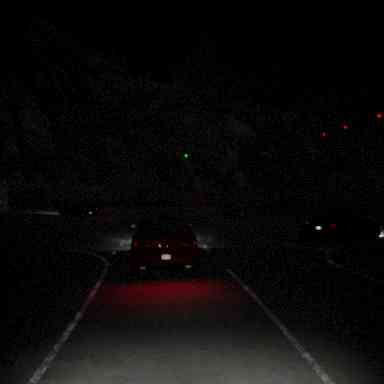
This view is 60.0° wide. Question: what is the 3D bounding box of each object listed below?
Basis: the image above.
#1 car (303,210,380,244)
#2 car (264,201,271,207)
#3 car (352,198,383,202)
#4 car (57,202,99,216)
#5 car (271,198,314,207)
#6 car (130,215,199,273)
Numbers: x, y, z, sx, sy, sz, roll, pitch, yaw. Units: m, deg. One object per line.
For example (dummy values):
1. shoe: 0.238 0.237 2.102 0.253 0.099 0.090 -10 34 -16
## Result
1. car: 7.260 1.568 16.037 4.181 1.385 1.994 0 0 -37
2. car: 13.187 1.624 50.168 4.718 1.301 1.895 0 0 -8
3. car: 20.932 1.504 40.651 4.892 1.490 1.837 0 0 -8
4. car: -11.289 1.656 32.716 4.718 1.301 1.895 0 0 40
5. car: 14.449 1.565 46.815 5.357 1.411 2.033 0 0 -8
6. car: -0.969 1.496 10.884 1.882 1.535 5.008 0 0 -7
